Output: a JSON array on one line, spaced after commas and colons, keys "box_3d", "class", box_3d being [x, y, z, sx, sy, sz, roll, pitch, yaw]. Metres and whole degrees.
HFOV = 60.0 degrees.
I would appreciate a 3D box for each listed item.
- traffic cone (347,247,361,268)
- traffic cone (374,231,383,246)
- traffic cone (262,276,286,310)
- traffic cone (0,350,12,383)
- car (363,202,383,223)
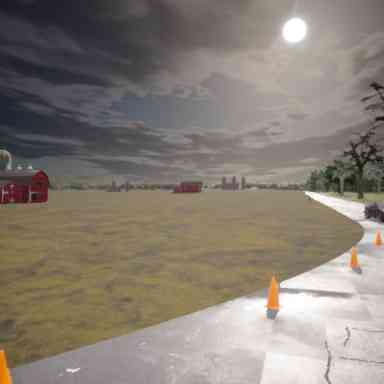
[{"box_3d": [4.864, 1.940, 9.977, 0.340, 0.580, 0.340, 0, 0, 40], "class": "traffic cone"}, {"box_3d": [7.720, 1.923, 13.740, 0.340, 0.580, 0.340, 0, 0, 34], "class": "traffic cone"}, {"box_3d": [1.610, 1.954, 6.550, 0.340, 0.580, 0.340, 0, 0, -43], "class": "traffic cone"}, {"box_3d": [-2.000, 1.965, 3.501, 0.340, 0.580, 0.340, 0, 0, -37], "class": "traffic cone"}, {"box_3d": [14.514, 1.456, 24.947, 2.033, 1.411, 5.357, 0, 0, 12], "class": "car"}]
